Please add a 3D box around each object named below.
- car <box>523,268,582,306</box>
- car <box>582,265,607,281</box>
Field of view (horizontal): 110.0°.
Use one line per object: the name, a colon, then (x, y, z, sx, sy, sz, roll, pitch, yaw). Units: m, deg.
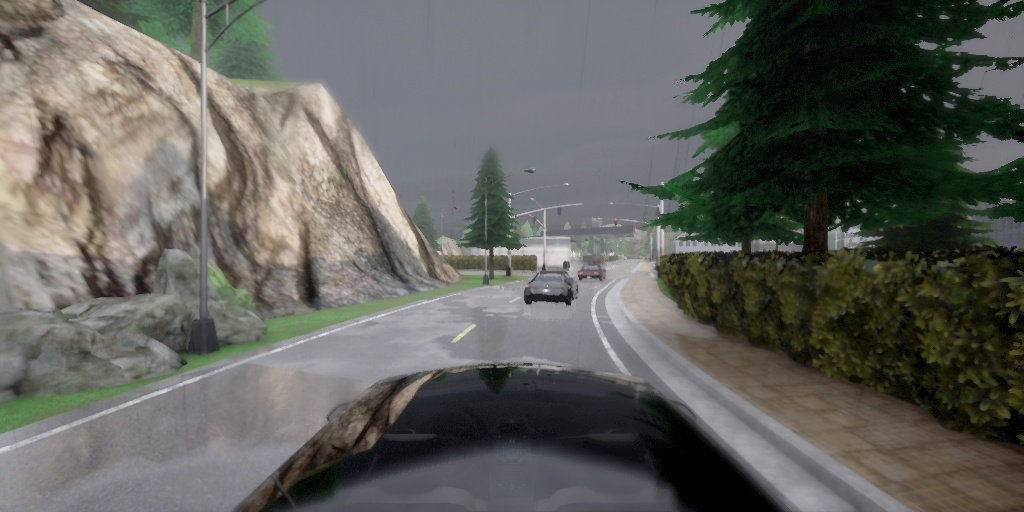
car: (1.820, 1.320, 15.877, 1.994, 1.385, 4.181, 0, 0, 14)
car: (6.753, 1.365, 29.858, 1.895, 1.301, 4.718, 0, 0, 21)
